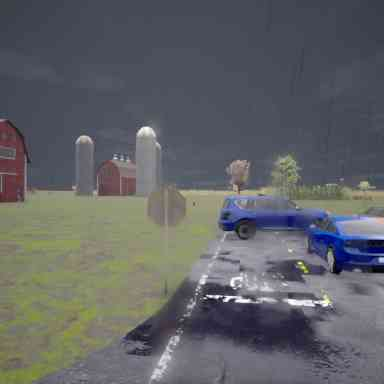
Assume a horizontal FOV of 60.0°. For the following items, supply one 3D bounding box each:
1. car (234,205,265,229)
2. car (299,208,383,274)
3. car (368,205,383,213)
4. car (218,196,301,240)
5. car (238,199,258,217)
[{"bbox_3d":[3.881,1.601,22.673,1.895,1.301,4.718,0,0,9],"label":"car"},{"bbox_3d":[4.918,1.480,10.450,1.882,1.535,5.008,0,0,7],"label":"car"},{"bbox_3d":[8.643,1.370,14.933,2.097,1.767,4.553,0,0,-35],"label":"car"},{"bbox_3d":[4.082,1.219,16.484,5.566,2.045,2.150,0,0,2],"label":"car"},{"bbox_3d":[5.557,1.502,32.976,1.837,1.490,4.892,0,0,9],"label":"car"}]
